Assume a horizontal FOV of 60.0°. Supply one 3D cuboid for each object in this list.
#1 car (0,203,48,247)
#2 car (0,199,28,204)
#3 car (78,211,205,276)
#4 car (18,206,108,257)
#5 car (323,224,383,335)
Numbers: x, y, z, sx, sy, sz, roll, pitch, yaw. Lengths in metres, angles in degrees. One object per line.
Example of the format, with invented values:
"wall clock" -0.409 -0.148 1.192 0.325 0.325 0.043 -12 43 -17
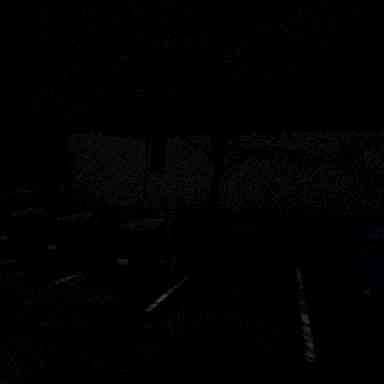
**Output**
"car" -5.681 1.345 13.711 2.231 1.521 4.892 1 -1 18
"car" -10.328 1.165 17.365 2.185 1.767 4.553 1 0 19
"car" -0.941 1.406 10.174 2.231 1.521 4.892 1 0 17
"car" -3.320 1.374 11.933 2.231 1.521 4.892 1 0 17
"car" 3.864 1.473 6.727 2.097 1.535 5.008 1 0 16
